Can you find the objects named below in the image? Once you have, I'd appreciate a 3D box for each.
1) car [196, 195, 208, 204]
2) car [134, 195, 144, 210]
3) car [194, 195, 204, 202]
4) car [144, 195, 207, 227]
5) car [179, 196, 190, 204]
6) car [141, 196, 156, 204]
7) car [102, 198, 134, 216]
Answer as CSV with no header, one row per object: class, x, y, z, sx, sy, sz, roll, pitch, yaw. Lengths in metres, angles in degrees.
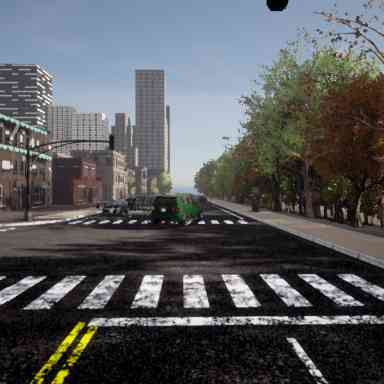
car,1.835,1.454,62.902,1.882,1.535,5.008,0,0,-1
car,-7.600,1.490,42.023,1.837,1.490,4.892,0,0,-1
car,1.490,1.470,73.008,1.837,1.490,4.892,0,0,-1
car,-0.966,1.215,23.094,2.150,2.045,5.566,1,0,18
car,-1.364,1.455,60.755,1.882,1.535,5.008,0,-1,-2
car,-8.041,1.468,61.980,2.128,1.511,4.902,0,0,-1
car,-7.375,1.481,32.464,2.128,1.511,4.902,0,0,-1
